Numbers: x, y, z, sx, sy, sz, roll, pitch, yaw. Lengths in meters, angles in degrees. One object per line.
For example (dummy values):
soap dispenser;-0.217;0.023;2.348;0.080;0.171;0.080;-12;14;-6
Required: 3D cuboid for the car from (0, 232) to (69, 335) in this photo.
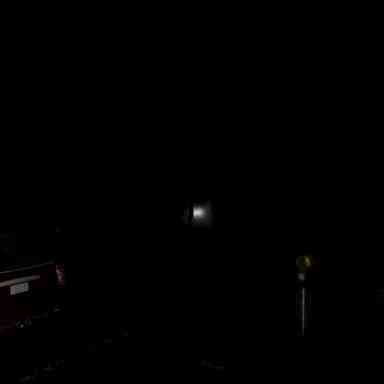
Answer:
car;-4.109;1.440;6.012;4.097;1.590;1.967;0;0;36
